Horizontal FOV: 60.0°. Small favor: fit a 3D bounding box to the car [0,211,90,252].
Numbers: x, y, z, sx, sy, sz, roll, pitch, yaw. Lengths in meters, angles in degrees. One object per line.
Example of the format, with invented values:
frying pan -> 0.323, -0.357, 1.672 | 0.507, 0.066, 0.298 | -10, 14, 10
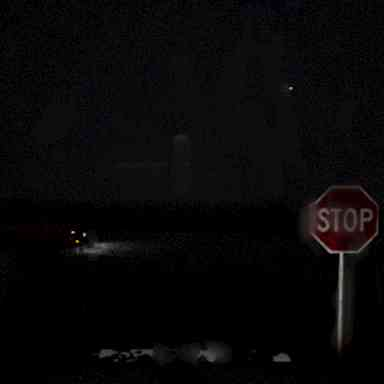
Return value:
car -> -6.320, 1.500, 13.343 | 4.181, 1.385, 1.994 | 1, 2, 0
